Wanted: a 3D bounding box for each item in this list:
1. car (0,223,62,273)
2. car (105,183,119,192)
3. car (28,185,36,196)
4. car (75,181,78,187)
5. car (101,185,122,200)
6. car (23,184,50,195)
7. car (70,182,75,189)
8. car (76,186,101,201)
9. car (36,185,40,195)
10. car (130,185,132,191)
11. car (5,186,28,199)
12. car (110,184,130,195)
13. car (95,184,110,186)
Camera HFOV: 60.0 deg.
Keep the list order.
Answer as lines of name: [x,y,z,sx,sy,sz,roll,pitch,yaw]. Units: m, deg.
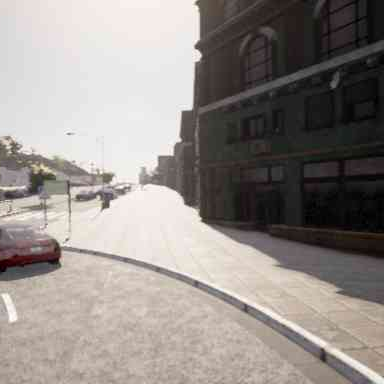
car: [-6.336,1.805,11.754,4.181,1.385,1.994,-2,-1,43]
car: [-16.607,-0.985,69.146,2.128,1.511,4.902,-1,3,-6]
car: [-29.403,0.137,55.723,4.892,1.521,2.231,-3,4,-23]
car: [-32.719,-1.527,85.037,5.008,1.535,2.097,-3,3,-28]
car: [-12.160,0.220,48.960,1.882,1.535,5.008,-1,3,-2]
car: [-30.161,-0.508,64.520,4.553,1.767,2.185,-3,4,-25]
car: [-32.293,-1.371,82.109,5.008,1.535,2.097,-3,3,-28]
car: [-15.116,0.417,47.805,2.033,1.411,5.357,-1,3,-1]
car: [-29.625,0.001,58.670,4.674,1.452,2.002,-3,4,-24]
car: [-13.578,-1.028,69.021,2.033,1.411,5.357,-1,3,-6]
car: [-29.255,0.345,52.767,4.792,1.488,2.163,-3,4,-23]
car: [-12.730,-0.349,59.024,2.128,1.511,4.902,-1,3,-5]
car: [-15.753,-0.202,59.272,1.895,1.301,4.718,-1,3,-5]
